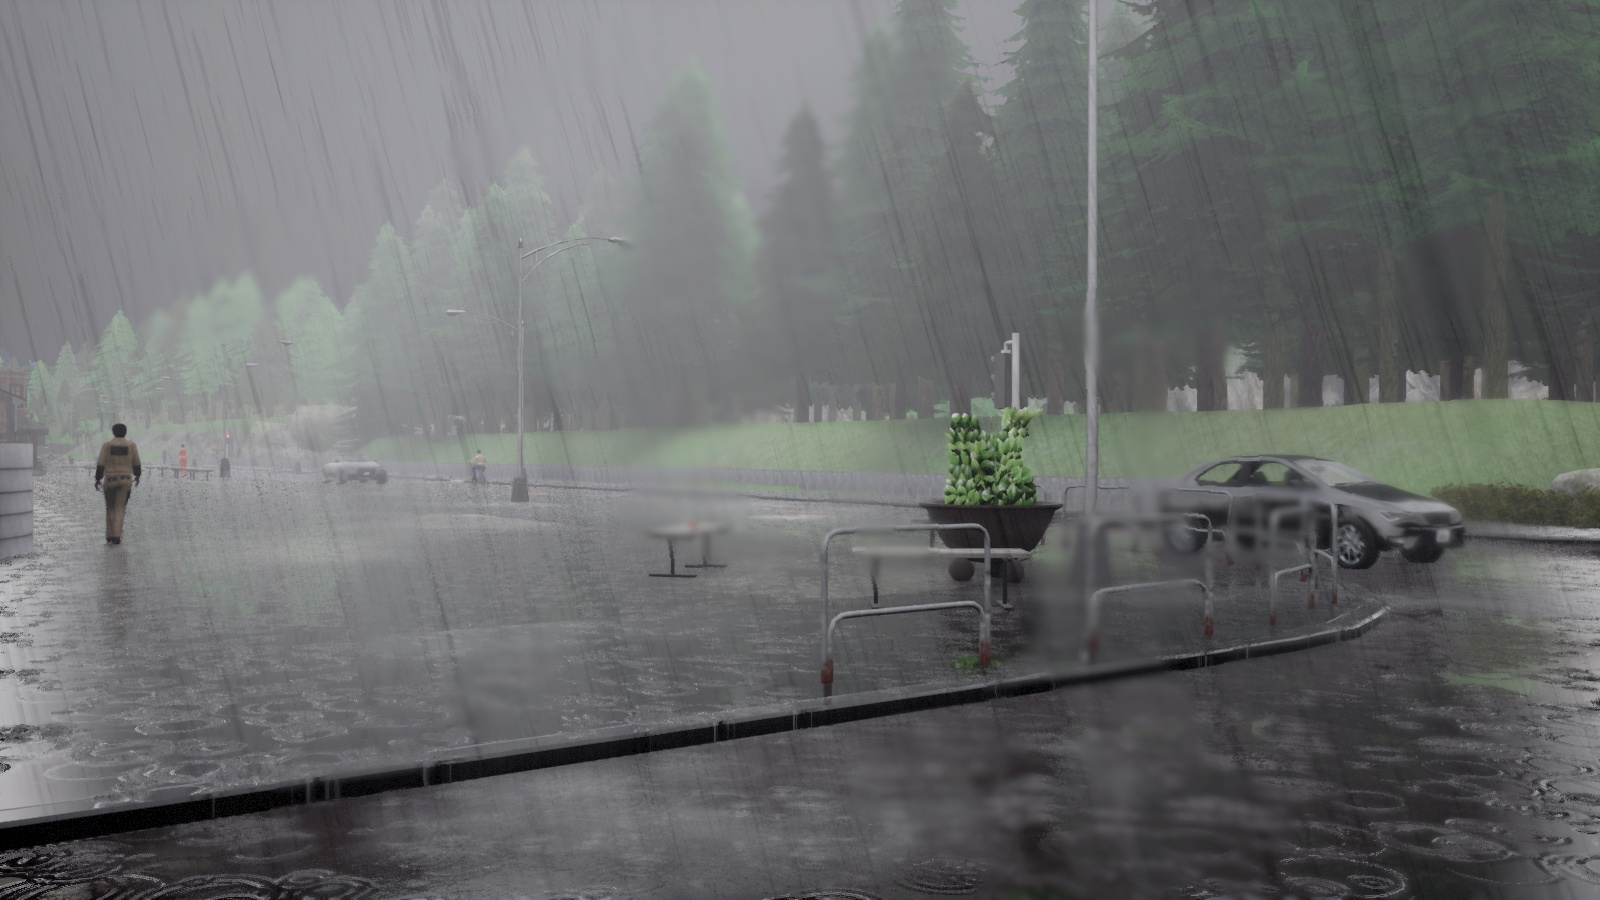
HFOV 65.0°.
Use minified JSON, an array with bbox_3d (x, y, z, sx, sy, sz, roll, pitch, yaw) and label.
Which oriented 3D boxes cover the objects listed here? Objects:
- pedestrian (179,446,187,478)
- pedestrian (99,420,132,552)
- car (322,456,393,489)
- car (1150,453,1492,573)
[{"bbox_3d":[-35.324,0.706,71.902,0.345,1.836,0.594,0,0,-34],"label":"pedestrian"},{"bbox_3d":[-10.228,0.522,18.767,0.396,1.930,0.692,0,0,-26],"label":"pedestrian"},{"bbox_3d":[-20.035,0.990,56.743,1.994,1.385,4.181,0,0,-35],"label":"car"},{"bbox_3d":[7.162,0.786,17.694,1.816,1.474,4.193,0,0,-31],"label":"car"}]
